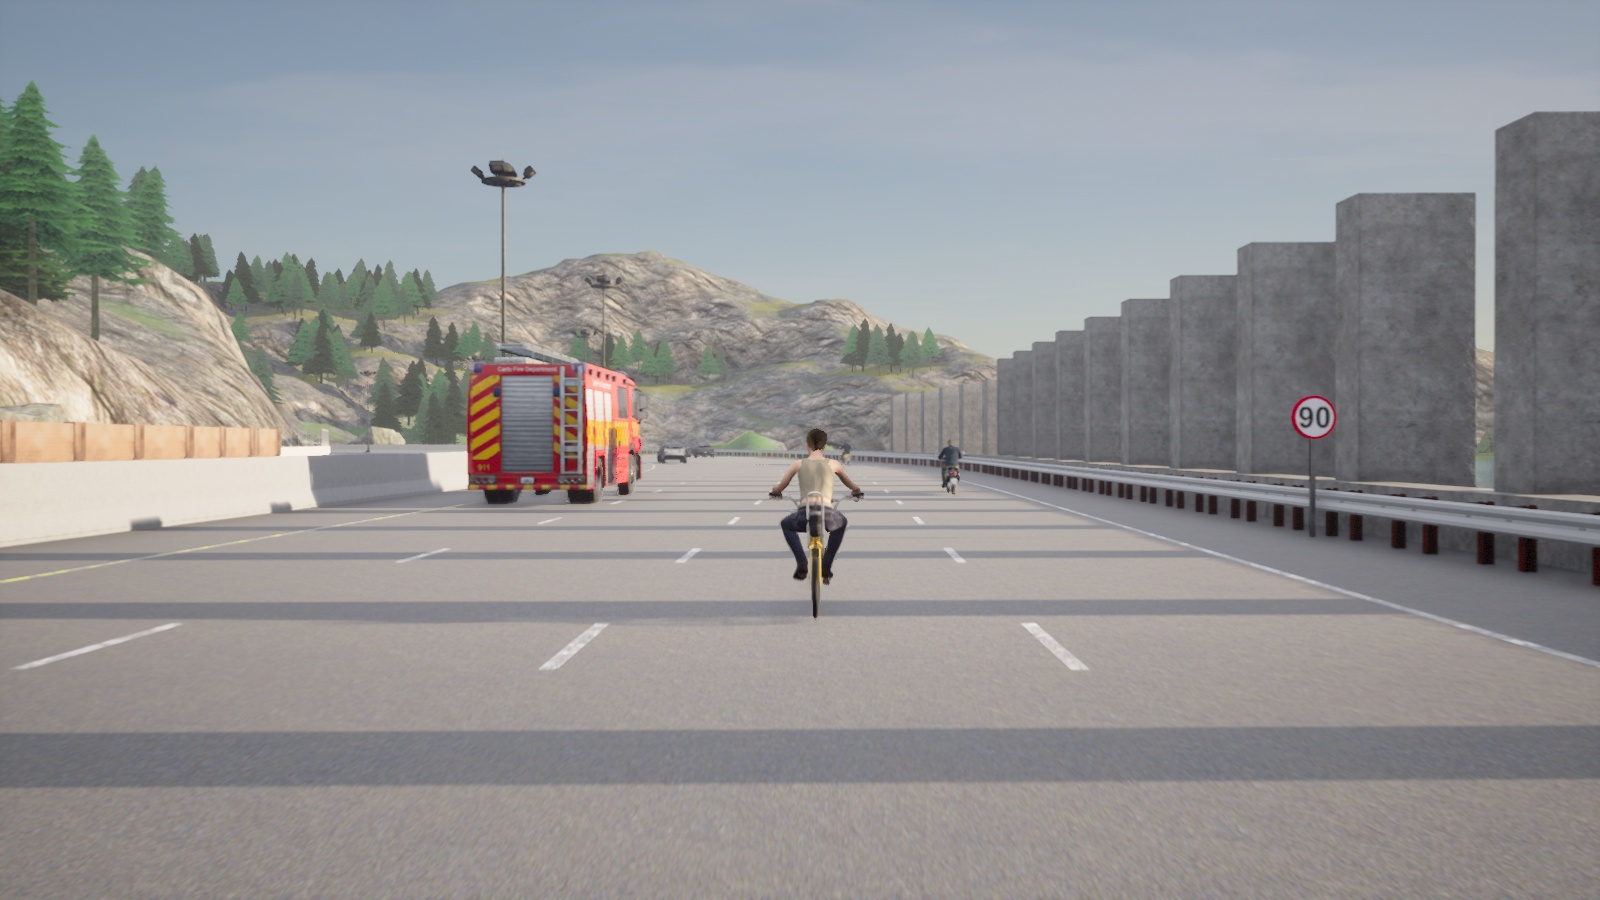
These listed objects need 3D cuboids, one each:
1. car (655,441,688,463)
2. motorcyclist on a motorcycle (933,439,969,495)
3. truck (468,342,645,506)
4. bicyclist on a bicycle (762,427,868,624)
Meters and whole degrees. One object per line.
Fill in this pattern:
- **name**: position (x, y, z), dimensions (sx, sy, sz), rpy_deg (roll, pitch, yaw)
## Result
- **car**: position (-9.326, 0.111, 91.086), dimensions (2.007, 1.525, 4.514), rpy_deg (0, 0, -11)
- **motorcyclist on a motorcycle**: position (4.352, 0.474, 36.364), dimensions (0.866, 1.590, 1.817), rpy_deg (0, 0, 1)
- **truck**: position (-6.215, -0.635, 33.583), dimensions (2.891, 3.827, 8.468), rpy_deg (0, 0, 2)
- **bicyclist on a bicycle**: position (0.144, 0.613, 11.044), dimensions (0.866, 1.612, 1.509), rpy_deg (0, 0, 1)
